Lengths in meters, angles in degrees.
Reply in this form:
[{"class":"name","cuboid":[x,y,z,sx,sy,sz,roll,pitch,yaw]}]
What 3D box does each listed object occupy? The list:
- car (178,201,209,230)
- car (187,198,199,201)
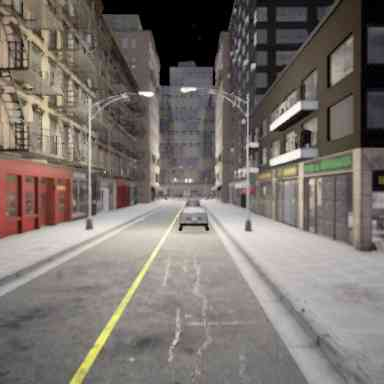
[{"class":"car","cuboid":[0.109,1.559,21.179,2.033,1.411,5.357,0,0,0]},{"class":"car","cuboid":[0.112,1.484,42.478,2.128,1.511,4.902,0,0,0]}]
